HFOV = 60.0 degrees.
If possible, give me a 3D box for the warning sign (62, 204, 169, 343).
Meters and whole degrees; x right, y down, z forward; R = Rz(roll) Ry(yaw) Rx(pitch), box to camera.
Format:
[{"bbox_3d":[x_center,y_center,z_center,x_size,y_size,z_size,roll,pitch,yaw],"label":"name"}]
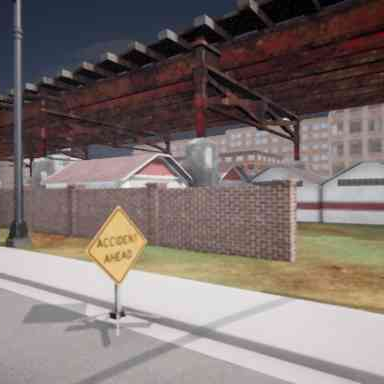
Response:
[{"bbox_3d":[-1.213,1.153,5.409,1.060,1.860,1.300,-1,0,35],"label":"warning sign"}]
